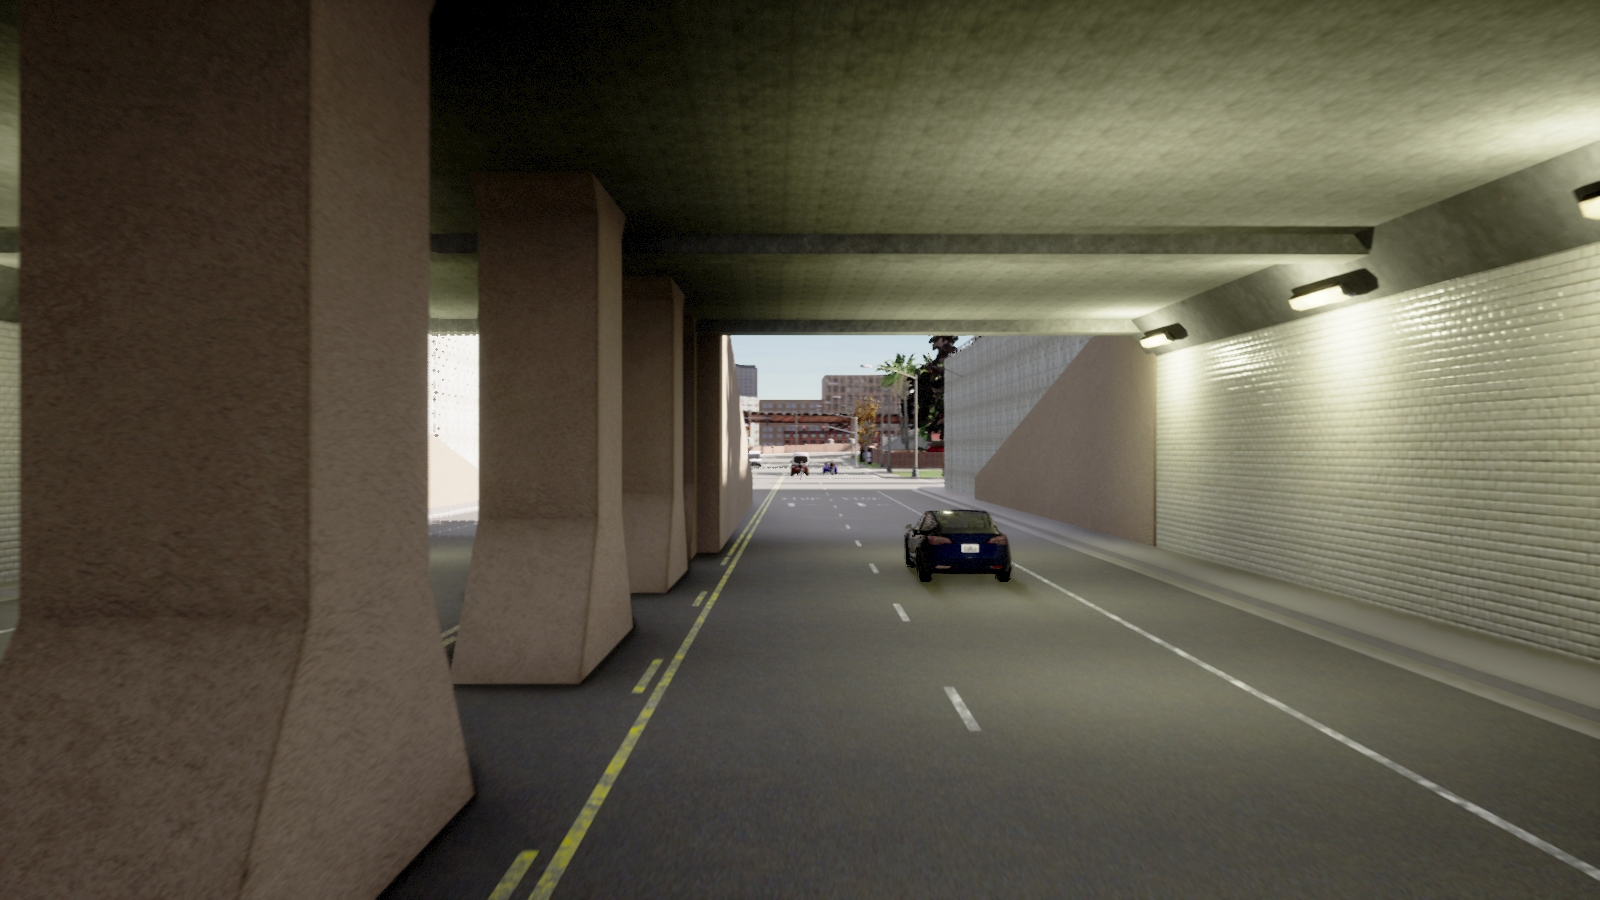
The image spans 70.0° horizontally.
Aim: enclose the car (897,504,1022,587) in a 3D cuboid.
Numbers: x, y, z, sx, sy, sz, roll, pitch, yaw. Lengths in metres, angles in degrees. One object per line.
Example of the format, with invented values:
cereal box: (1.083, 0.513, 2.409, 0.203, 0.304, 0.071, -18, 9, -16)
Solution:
car: (3.463, 2.063, 25.750, 2.163, 1.488, 4.792, 0, 0, 0)
